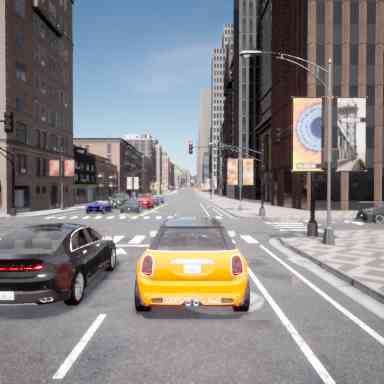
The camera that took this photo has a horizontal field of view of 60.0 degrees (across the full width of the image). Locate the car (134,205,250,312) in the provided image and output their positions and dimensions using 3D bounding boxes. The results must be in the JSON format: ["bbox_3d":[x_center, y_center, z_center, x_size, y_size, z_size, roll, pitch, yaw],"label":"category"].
[{"bbox_3d":[0.010,1.351,7.887,2.097,1.767,4.553,0,0,0],"label":"car"}]

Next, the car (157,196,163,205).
[{"bbox_3d":[-6.587,1.592,55.969,1.994,1.385,4.181,0,0,0],"label":"car"}]

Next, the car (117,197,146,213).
[{"bbox_3d":[-6.602,1.580,36.719,1.994,1.385,4.181,0,0,0],"label":"car"}]

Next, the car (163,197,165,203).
[{"bbox_3d":[-6.534,1.508,66.042,1.882,1.535,5.008,0,0,1],"label":"car"}]

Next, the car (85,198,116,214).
[{"bbox_3d":[-9.851,1.616,35.560,1.895,1.301,4.718,0,0,0],"label":"car"}]

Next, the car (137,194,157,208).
[{"bbox_3d":[-6.601,1.244,45.996,2.150,2.045,5.566,0,0,1],"label":"car"}]

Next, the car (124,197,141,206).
[{"bbox_3d":[-9.820,1.591,55.277,1.994,1.385,4.181,0,0,2],"label":"car"}]

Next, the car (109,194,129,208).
[{"bbox_3d":[-9.845,1.244,45.319,2.150,2.045,5.566,0,0,1],"label":"car"}]

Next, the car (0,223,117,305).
[{"bbox_3d":[-3.154,1.504,8.031,1.837,1.490,4.892,0,0,0],"label":"car"}]

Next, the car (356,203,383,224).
[{"bbox_3d":[13.985,1.470,23.556,4.181,1.385,1.994,0,1,0],"label":"car"}]
